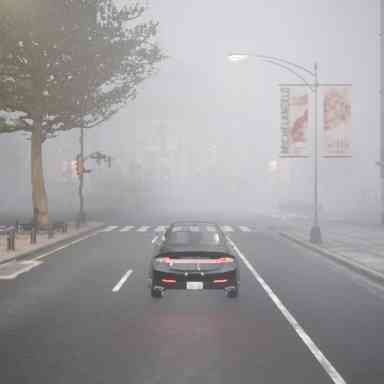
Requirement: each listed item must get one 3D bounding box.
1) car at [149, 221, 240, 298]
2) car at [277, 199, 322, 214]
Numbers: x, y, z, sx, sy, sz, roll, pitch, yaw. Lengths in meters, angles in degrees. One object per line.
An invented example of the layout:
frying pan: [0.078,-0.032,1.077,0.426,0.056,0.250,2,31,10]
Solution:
car: [0.061,1.491,8.489,2.128,1.511,4.902,0,0,0]
car: [11.434,1.525,35.504,4.674,1.442,1.812,0,0,0]
